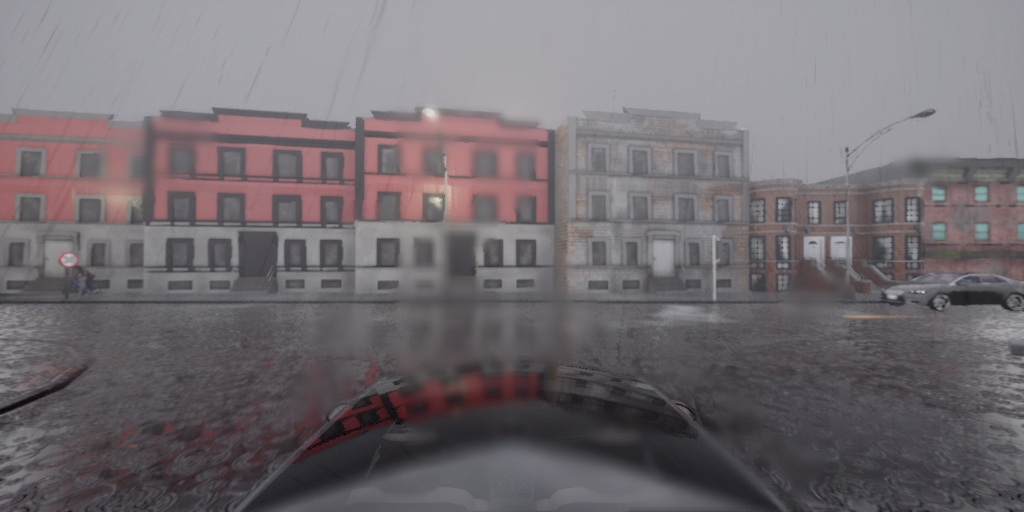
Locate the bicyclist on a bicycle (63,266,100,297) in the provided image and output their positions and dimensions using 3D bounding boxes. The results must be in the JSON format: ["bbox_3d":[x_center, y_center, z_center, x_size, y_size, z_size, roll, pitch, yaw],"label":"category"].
[{"bbox_3d":[-22.697,1.327,18.952,0.582,1.620,1.656,0,0,0],"label":"bicyclist on a bicycle"}]

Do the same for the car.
[{"bbox_3d":[18.121,1.416,14.786,4.902,1.511,2.128,0,-1,0],"label":"car"}]
